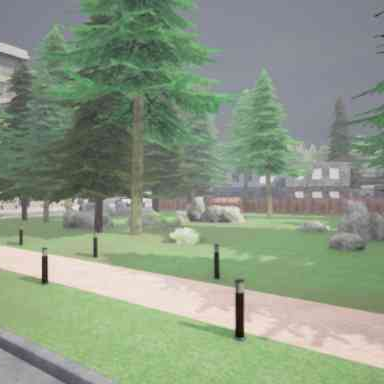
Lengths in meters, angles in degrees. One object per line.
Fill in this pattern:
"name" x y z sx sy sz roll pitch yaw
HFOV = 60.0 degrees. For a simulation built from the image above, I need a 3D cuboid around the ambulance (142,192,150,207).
"ambulance" -9.865 1.303 55.385 2.351 2.431 6.366 0 0 37
